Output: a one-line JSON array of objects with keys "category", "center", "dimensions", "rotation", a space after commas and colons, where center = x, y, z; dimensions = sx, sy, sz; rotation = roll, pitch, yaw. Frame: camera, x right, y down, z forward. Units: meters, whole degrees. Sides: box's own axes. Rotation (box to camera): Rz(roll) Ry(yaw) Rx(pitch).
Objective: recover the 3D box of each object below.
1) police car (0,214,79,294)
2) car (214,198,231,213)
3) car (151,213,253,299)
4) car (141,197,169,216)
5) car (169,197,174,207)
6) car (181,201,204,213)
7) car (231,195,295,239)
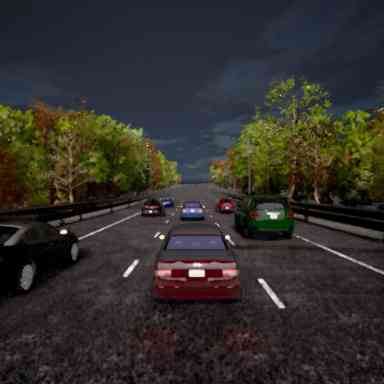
[{"category": "police car", "center": [-4.567, 1.402, 8.881], "dimensions": [1.930, 1.638, 5.238], "rotation": [0, 0, 0]}, {"category": "car", "center": [3.521, 1.404, 35.470], "dimensions": [1.812, 1.442, 4.674], "rotation": [0, 0, 0]}, {"category": "car", "center": [0.083, 1.521, 8.566], "dimensions": [2.033, 1.411, 5.357], "rotation": [0, 0, 0]}, {"category": "car", "center": [-3.532, 1.413, 30.945], "dimensions": [1.837, 1.490, 4.892], "rotation": [0, 1, 0]}, {"category": "car", "center": [-3.566, 1.352, 46.389], "dimensions": [1.994, 1.385, 4.181], "rotation": [0, 1, 0]}, {"category": "car", "center": [0.042, 1.463, 27.291], "dimensions": [2.033, 1.411, 5.357], "rotation": [0, 0, 0]}, {"category": "car", "center": [3.562, 1.165, 17.174], "dimensions": [2.150, 2.045, 5.566], "rotation": [0, 0, 0]}]
